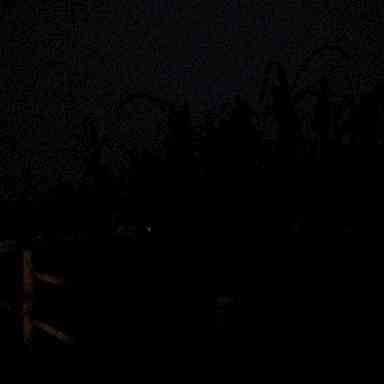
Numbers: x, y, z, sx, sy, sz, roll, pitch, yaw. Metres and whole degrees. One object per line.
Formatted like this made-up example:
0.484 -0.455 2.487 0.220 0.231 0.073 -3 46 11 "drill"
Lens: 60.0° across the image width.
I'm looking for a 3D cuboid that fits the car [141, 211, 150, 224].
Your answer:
-1.769 1.557 27.102 2.150 2.045 5.566 1 -1 32 "car"
